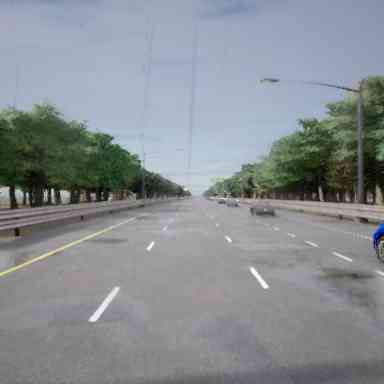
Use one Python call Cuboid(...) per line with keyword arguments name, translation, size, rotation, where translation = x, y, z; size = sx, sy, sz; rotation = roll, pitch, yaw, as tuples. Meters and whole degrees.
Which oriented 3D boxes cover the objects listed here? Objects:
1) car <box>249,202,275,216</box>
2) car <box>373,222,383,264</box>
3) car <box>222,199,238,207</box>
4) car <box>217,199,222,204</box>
Cuboid(name="car", translation=(7.078, 1.714, 33.845), size=(1.994, 1.385, 4.181), rotation=(0, -1, 0))
Cuboid(name="car", translation=(7.008, 1.231, 8.547), size=(2.150, 2.045, 5.566), rotation=(0, 0, 0))
Cuboid(name="car", translation=(7.229, 2.016, 60.927), size=(2.033, 1.411, 5.357), rotation=(0, -1, 0))
Cuboid(name="car", translation=(7.432, 2.348, 85.070), size=(1.994, 1.385, 4.181), rotation=(0, -1, 1))
